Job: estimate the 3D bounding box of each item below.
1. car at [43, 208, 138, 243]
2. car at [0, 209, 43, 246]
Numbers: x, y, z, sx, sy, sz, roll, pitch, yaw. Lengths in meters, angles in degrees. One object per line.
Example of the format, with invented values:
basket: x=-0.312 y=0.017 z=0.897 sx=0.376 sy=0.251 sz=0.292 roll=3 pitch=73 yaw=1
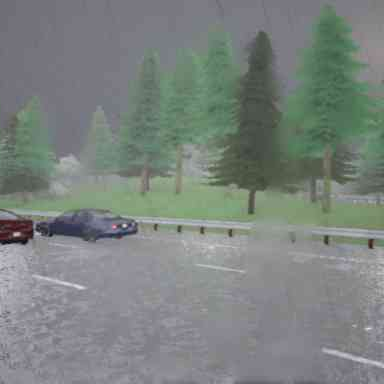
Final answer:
car: x=-5.019 y=1.475 z=15.542 sx=5.357 sy=1.411 sz=2.033 roll=0 pitch=0 yaw=32
car: x=-8.585 y=1.405 z=13.597 sx=5.008 sy=1.535 sz=1.882 roll=0 pitch=0 yaw=31
